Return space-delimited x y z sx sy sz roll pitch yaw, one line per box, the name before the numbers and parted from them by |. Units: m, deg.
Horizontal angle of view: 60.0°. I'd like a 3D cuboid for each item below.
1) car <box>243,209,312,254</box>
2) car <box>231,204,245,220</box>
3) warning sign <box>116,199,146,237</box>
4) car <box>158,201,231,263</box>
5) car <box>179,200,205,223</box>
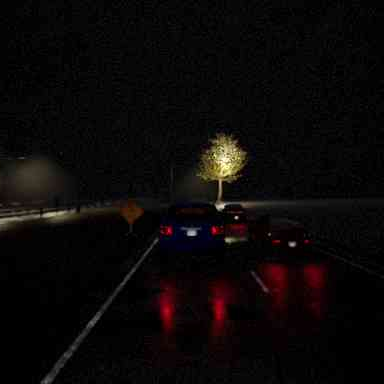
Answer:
car | 3.522 1.649 13.925 1.812 1.442 4.674 0 0 0
car | 3.516 1.759 28.518 1.837 1.490 4.892 0 0 0
warning sign | -3.051 1.263 16.632 1.300 1.860 1.060 0 0 0
car | 0.010 1.337 12.624 2.150 2.045 5.566 0 0 0
car | 0.016 1.602 28.445 2.097 1.767 4.553 0 -1 0
